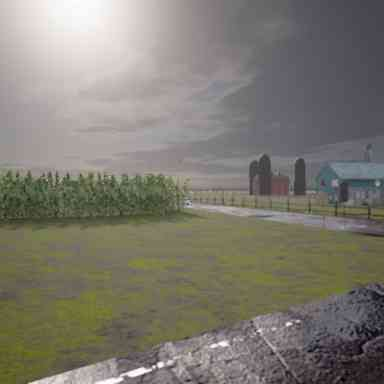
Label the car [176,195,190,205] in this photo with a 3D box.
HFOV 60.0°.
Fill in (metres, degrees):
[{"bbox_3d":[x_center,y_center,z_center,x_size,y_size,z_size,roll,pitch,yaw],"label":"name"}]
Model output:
[{"bbox_3d":[-2.064,1.309,59.392,2.150,2.045,5.566,-1,0,-18],"label":"car"}]
